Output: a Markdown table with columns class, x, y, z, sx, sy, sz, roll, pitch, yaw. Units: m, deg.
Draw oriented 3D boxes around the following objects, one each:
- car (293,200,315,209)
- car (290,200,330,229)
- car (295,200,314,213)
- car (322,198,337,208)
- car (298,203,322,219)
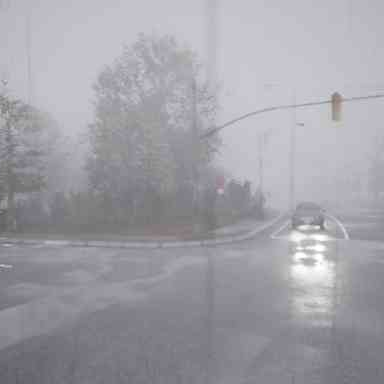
| class | x | y | z | sx | sy | sz | roll | pitch | yaw |
| --- | --- | --- | --- | --- | --- | --- | --- | --- | --- |
| car | 19.810 | 2.152 | 59.066 | 2.033 | 1.411 | 5.357 | -1 | -1 | -1 |
| car | 7.460 | 1.471 | 21.352 | 2.128 | 1.511 | 4.902 | -1 | -1 | 21 |
| car | 13.613 | 1.767 | 40.565 | 1.837 | 1.490 | 4.892 | -1 | -1 | 14 |
| car | 23.230 | 1.858 | 57.467 | 2.097 | 1.767 | 4.553 | -1 | -1 | 2 |
| car | 10.827 | 1.680 | 30.797 | 1.895 | 1.301 | 4.718 | -1 | -1 | 18 |
